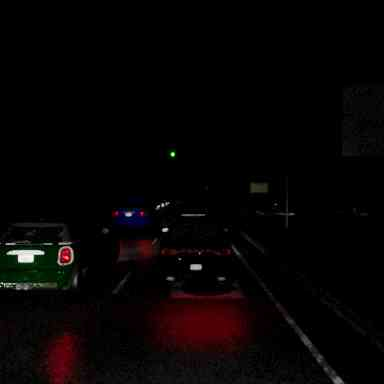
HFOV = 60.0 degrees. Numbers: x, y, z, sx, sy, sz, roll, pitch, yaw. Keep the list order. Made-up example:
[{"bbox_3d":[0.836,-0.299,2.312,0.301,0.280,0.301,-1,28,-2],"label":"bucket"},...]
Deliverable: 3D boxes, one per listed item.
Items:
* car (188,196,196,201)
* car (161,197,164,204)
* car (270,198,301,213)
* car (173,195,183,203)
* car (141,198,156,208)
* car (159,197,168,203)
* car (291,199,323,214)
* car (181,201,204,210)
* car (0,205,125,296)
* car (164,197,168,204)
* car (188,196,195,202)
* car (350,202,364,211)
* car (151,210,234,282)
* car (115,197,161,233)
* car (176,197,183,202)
[{"bbox_3d":[-0.079,1.824,84.709,2.097,1.767,4.553,0,0,0],"label":"car"},{"bbox_3d":[-7.091,1.909,64.305,2.033,1.411,5.357,0,0,0],"label":"car"},{"bbox_3d":[11.908,1.581,40.741,4.553,1.767,2.097,0,0,3],"label":"car"},{"bbox_3d":[-3.579,1.692,84.383,2.150,2.045,5.566,0,0,0],"label":"car"},{"bbox_3d":[-7.136,1.812,54.525,1.837,1.490,4.892,0,0,0],"label":"car"},{"bbox_3d":[-7.079,1.932,84.139,1.882,1.535,5.008,0,0,0],"label":"car"},{"bbox_3d":[13.672,1.772,37.135,4.181,1.385,1.994,0,0,3],"label":"car"},{"bbox_3d":[0.079,1.617,22.220,2.128,1.511,4.902,0,0,0],"label":"car"},{"bbox_3d":[-3.409,1.402,8.955,2.097,1.767,4.553,0,0,0],"label":"car"},{"bbox_3d":[-7.069,1.895,74.114,1.882,1.535,5.008,0,0,0],"label":"car"},{"bbox_3d":[-0.088,1.939,94.774,1.812,1.442,4.674,0,0,0],"label":"car"},{"bbox_3d":[20.490,1.788,40.267,4.181,1.385,1.994,0,0,3],"label":"car"},{"bbox_3d":[0.092,1.534,9.928,1.882,1.535,5.008,0,0,0],"label":"car"},{"bbox_3d":[-3.417,1.339,20.617,2.150,2.045,5.566,0,0,0],"label":"car"},{"bbox_3d":[-3.589,2.010,94.800,1.895,1.301,4.718,0,0,0],"label":"car"}]
